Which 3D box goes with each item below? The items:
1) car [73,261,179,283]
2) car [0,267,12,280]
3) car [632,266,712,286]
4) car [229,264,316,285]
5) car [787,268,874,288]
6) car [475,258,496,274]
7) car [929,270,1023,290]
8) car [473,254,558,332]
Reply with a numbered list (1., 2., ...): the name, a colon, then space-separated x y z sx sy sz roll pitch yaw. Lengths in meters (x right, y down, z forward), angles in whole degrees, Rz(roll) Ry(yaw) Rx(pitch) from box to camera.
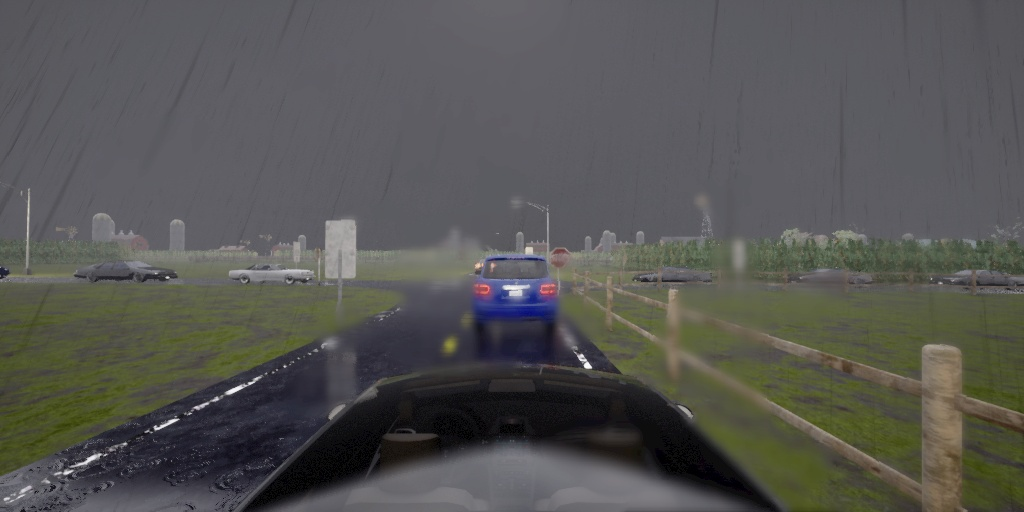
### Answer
1. car: -25.476 1.015 23.743 5.357 1.411 2.033 1 -1 0
2. car: -36.624 0.955 23.772 4.718 1.301 1.895 1 -1 0
3. car: 11.787 1.467 26.565 5.357 1.411 2.033 1 -1 -2
4. car: -15.714 1.171 23.733 4.718 1.301 1.895 1 -1 0
5. car: 23.515 1.606 26.625 5.357 1.411 2.033 1 -1 0
6. car: -2.925 1.090 40.656 2.097 1.767 4.553 0 0 0
7. car: 34.534 1.739 26.604 5.357 1.411 2.033 1 -1 0
8. car: 0.057 0.973 11.010 2.150 2.045 5.566 0 0 -1
